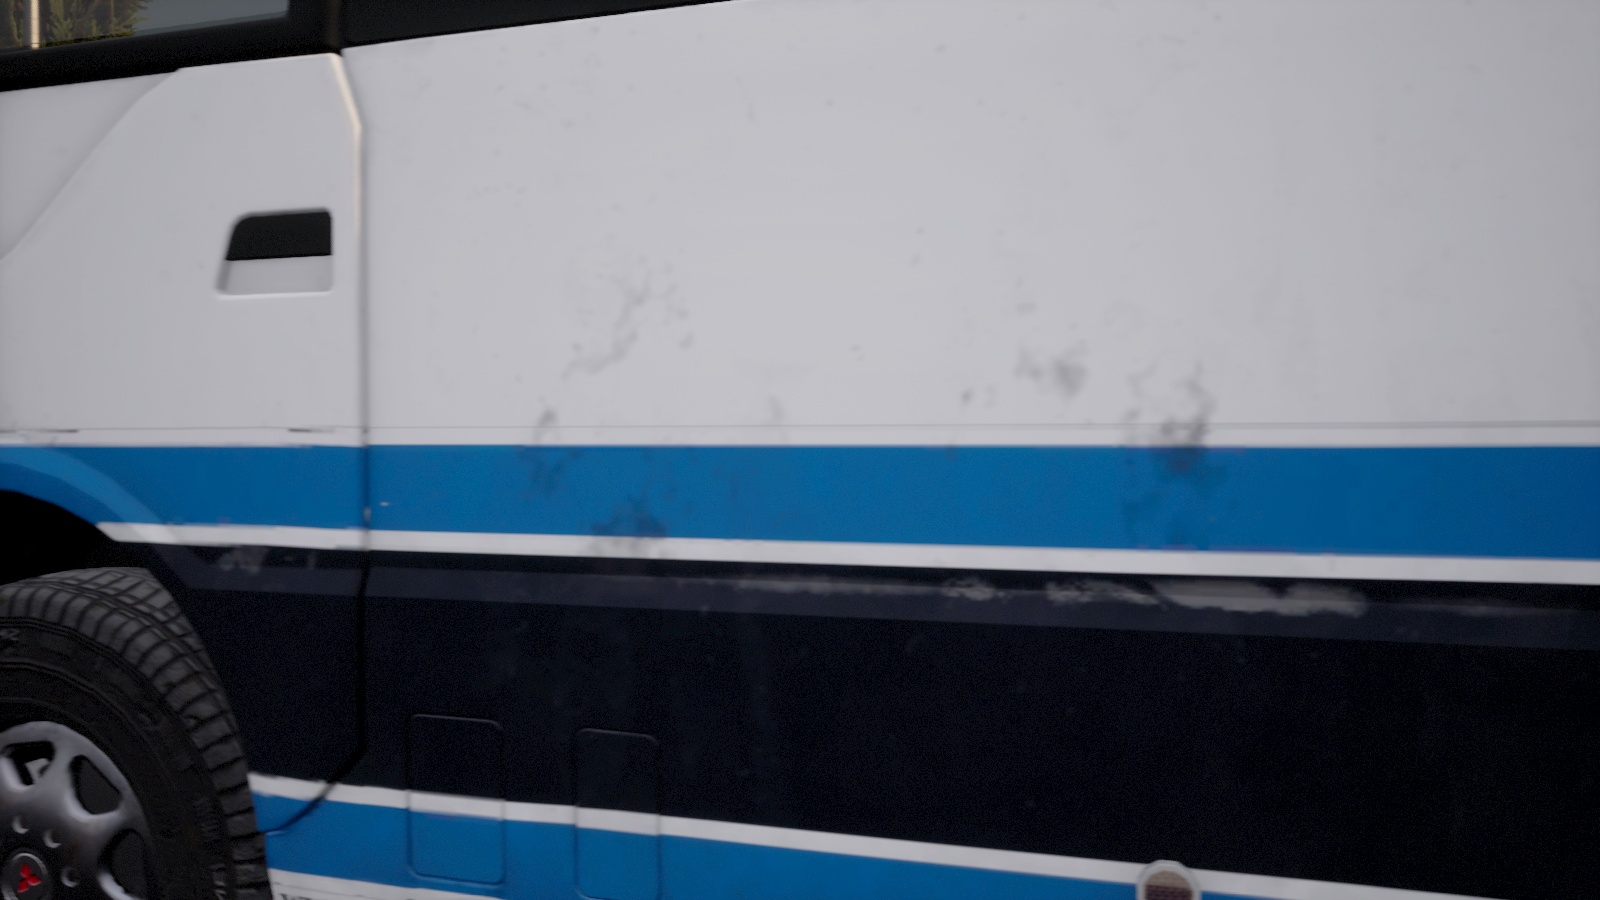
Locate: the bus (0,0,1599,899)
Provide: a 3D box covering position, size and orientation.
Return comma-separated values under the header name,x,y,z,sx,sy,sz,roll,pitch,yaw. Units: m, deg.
name,x,y,z,sx,sy,sz,roll,pitch,yaw
bus,1.624,-0.594,3.154,10.273,4.253,3.944,1,1,18
